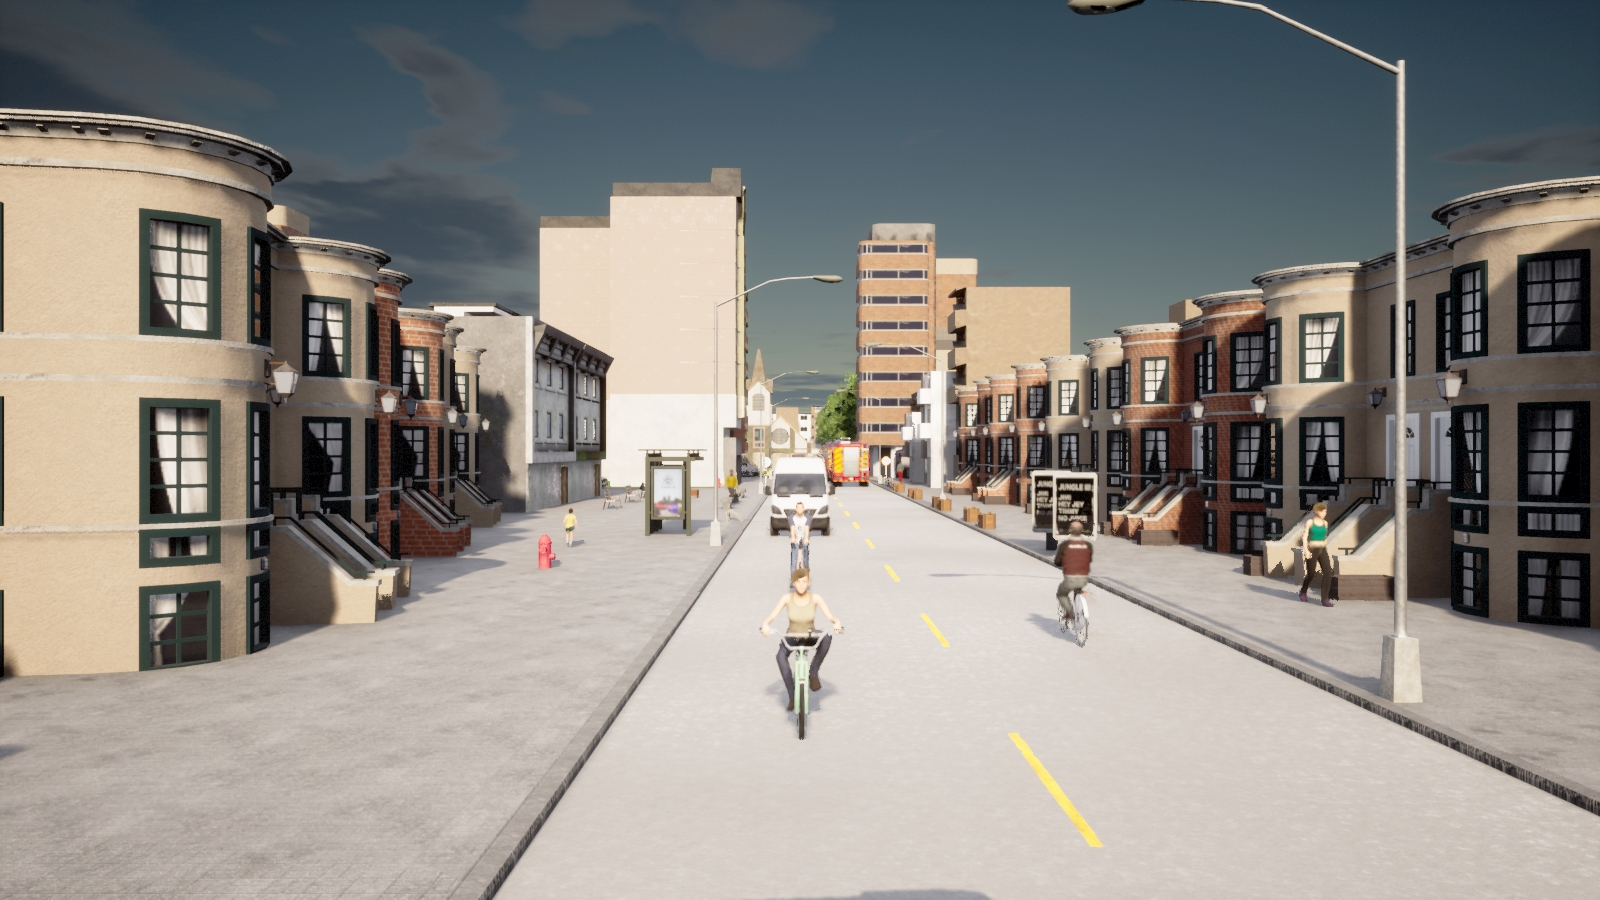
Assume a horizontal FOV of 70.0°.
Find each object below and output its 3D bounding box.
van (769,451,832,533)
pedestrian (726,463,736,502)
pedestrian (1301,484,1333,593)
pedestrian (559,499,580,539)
[{"bbox_3d":[0.005,1.330,38.942,1.988,2.561,5.915,0,0,0],"label":"van"},{"bbox_3d":[-3.317,1.545,54.950,0.375,1.860,0.375,0,0,-18],"label":"pedestrian"},{"bbox_3d":[8.999,1.532,19.886,0.375,1.860,0.375,0,0,-7],"label":"pedestrian"},{"bbox_3d":[-6.438,1.921,31.919,0.500,1.100,0.500,0,0,-5],"label":"pedestrian"}]
